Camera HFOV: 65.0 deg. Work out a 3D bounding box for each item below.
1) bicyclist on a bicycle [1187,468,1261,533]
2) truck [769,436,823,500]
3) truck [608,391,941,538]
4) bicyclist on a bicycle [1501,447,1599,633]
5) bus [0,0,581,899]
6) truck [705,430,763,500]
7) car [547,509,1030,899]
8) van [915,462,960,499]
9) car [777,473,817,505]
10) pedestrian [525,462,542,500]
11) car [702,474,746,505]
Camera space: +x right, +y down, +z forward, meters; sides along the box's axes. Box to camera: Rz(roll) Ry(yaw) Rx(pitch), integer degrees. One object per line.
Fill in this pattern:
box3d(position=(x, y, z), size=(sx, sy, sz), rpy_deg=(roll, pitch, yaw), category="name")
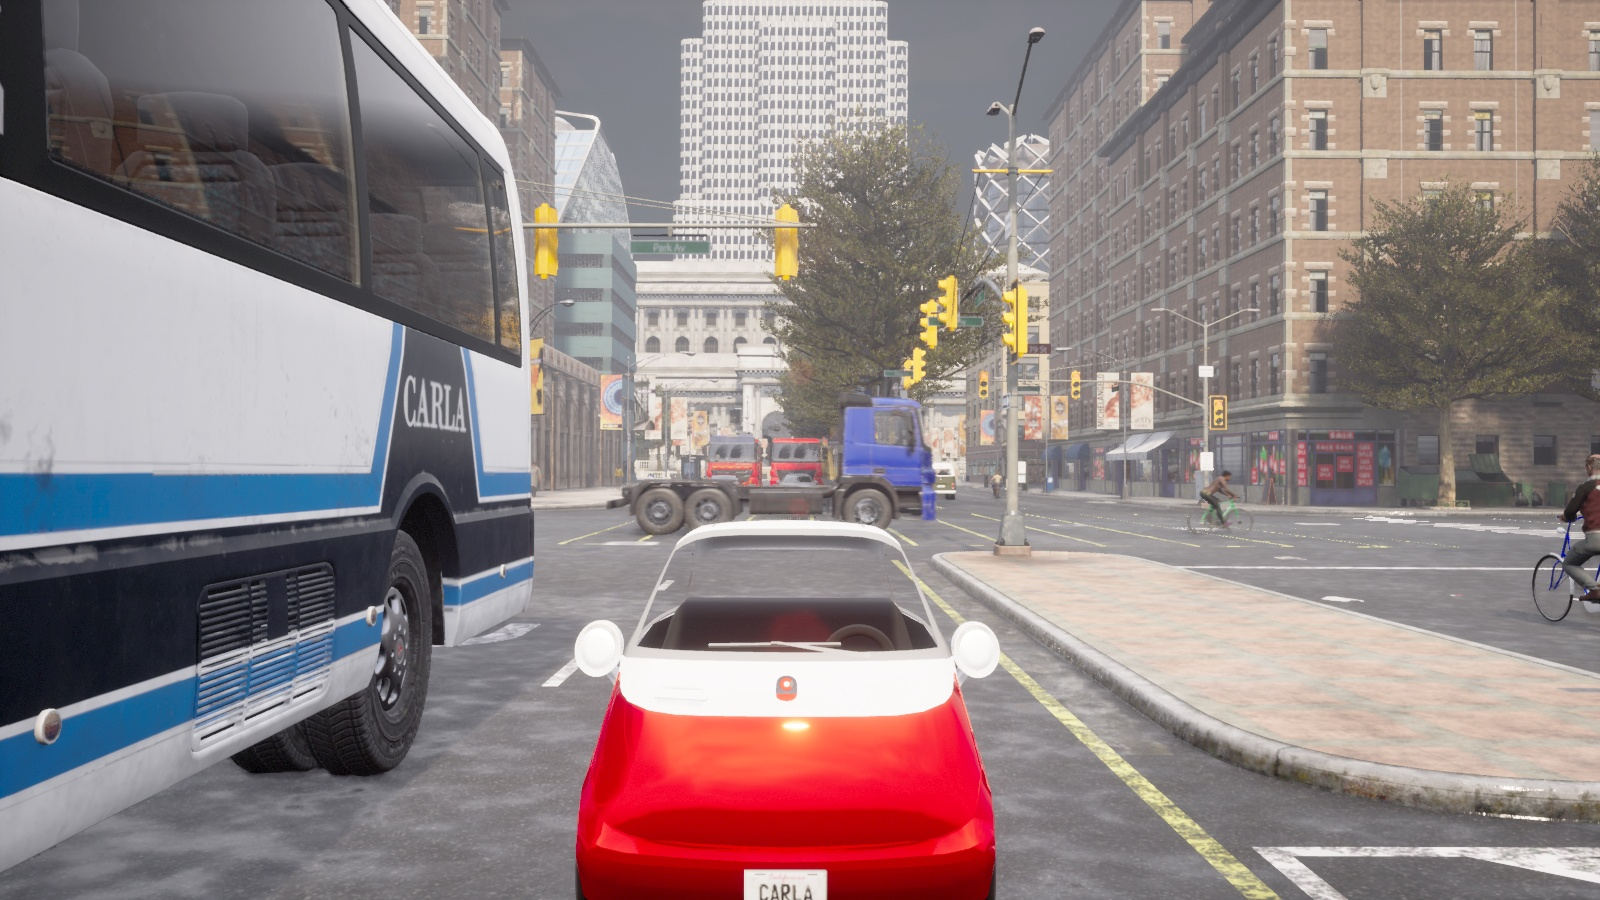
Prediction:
box3d(position=(10.616, 1.252, 31.453), size=(1.656, 1.620, 0.582), rpy_deg=(0, -1, 0), category="bicyclist on a bicycle")
box3d(position=(-0.204, 1.037, 71.874), size=(2.891, 3.462, 7.936), rpy_deg=(0, -1, 0), category="truck")
box3d(position=(-0.617, 0.361, 31.378), size=(7.936, 3.462, 2.891), rpy_deg=(0, -1, 0), category="truck")
box3d(position=(7.942, 0.866, 12.700), size=(0.659, 1.776, 1.843), rpy_deg=(0, -1, 0), category="bicyclist on a bicycle")
box3d(position=(-3.542, -0.482, 3.917), size=(3.944, 4.253, 10.273), rpy_deg=(0, -1, 0), category="bus")
box3d(position=(-3.707, 0.879, 72.521), size=(2.891, 3.827, 8.468), rpy_deg=(0, -1, 0), category="truck")
box3d(position=(-0.039, 0.953, 4.966), size=(1.481, 1.376, 2.207), rpy_deg=(0, -1, 0), category="car")
box3d(position=(7.798, 1.707, 71.660), size=(2.069, 2.038, 4.480), rpy_deg=(0, -1, 0), category="van")
box3d(position=(-0.118, 1.859, 60.803), size=(1.812, 1.442, 4.674), rpy_deg=(0, -1, 1), category="car")
box3d(position=(-13.700, 1.608, 64.591), size=(0.659, 1.952, 0.873), rpy_deg=(0, -1, 0), category="pedestrian")
box3d(position=(-3.653, 1.877, 61.008), size=(1.812, 1.442, 4.674), rpy_deg=(0, -1, 1), category="car")
